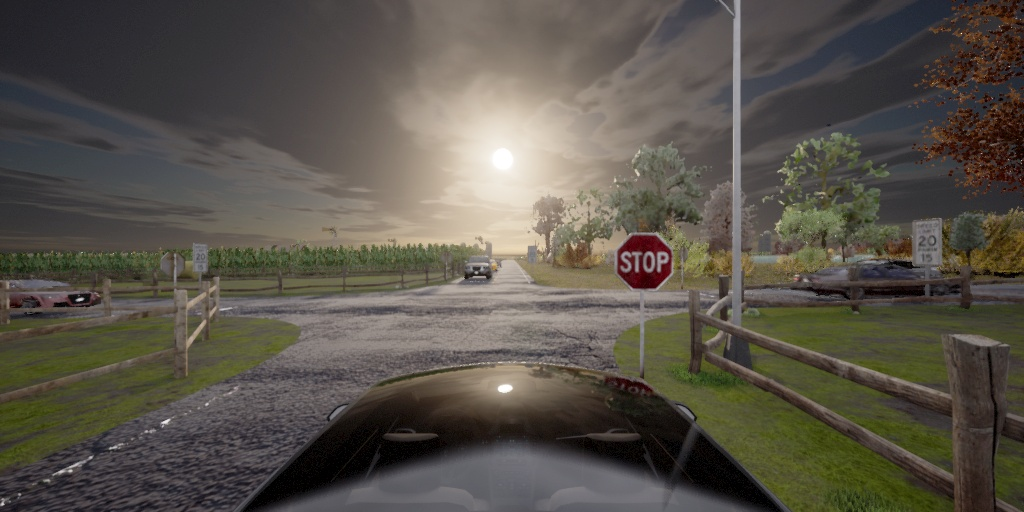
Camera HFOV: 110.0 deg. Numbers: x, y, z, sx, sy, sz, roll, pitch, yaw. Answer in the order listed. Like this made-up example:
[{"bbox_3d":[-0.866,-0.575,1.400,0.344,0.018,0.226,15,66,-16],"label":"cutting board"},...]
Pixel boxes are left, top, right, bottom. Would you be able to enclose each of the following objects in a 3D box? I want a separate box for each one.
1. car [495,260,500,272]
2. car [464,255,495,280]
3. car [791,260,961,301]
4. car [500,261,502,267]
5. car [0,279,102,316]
[{"bbox_3d":[-2.943,1.259,47.413,1.882,1.535,5.008,0,0,0],"label":"car"},{"bbox_3d":[-2.912,0.982,31.895,2.150,2.045,5.566,0,1,0],"label":"car"},{"bbox_3d":[14.606,1.017,14.561,5.357,1.411,2.033,-1,0,5],"label":"car"},{"bbox_3d":[-2.909,1.379,65.406,1.994,1.385,4.181,0,0,0],"label":"car"},{"bbox_3d":[-19.903,1.661,14.879,4.181,1.385,1.994,-1,0,1],"label":"car"}]
